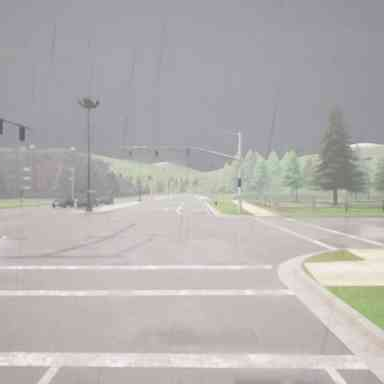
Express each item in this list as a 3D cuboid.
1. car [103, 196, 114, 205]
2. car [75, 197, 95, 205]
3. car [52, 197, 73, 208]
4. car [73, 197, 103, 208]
[{"bbox_3d":[-14.973,1.499,58.315,1.837,1.490,4.892,0,0,0],"label":"car"},{"bbox_3d":[-18.473,1.558,57.603,1.994,1.385,4.181,0,0,0],"label":"car"},{"bbox_3d":[-18.480,1.486,47.850,2.128,1.511,4.902,0,0,0],"label":"car"},{"bbox_3d":[-14.977,1.542,48.234,2.033,1.411,5.357,0,0,0],"label":"car"}]
